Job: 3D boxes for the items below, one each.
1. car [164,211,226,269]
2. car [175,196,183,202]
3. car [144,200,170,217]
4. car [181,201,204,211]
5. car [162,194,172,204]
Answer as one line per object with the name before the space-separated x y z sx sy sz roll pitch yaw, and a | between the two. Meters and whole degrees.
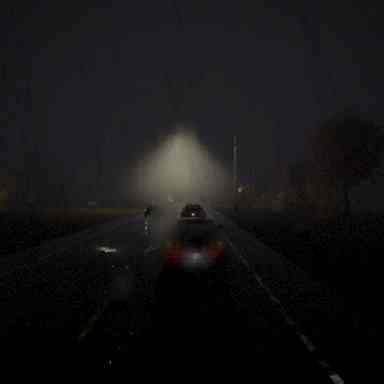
car | 0.088 1.584 11.226 1.812 1.442 4.674 0 0 0
car | -3.448 1.913 86.849 2.033 1.411 5.357 0 0 -2
car | -3.598 1.778 33.095 1.895 1.301 4.718 0 0 0
car | 0.093 1.711 27.686 1.994 1.385 4.181 0 0 0
car | -5.587 1.559 73.597 2.150 2.045 5.566 0 0 -8
